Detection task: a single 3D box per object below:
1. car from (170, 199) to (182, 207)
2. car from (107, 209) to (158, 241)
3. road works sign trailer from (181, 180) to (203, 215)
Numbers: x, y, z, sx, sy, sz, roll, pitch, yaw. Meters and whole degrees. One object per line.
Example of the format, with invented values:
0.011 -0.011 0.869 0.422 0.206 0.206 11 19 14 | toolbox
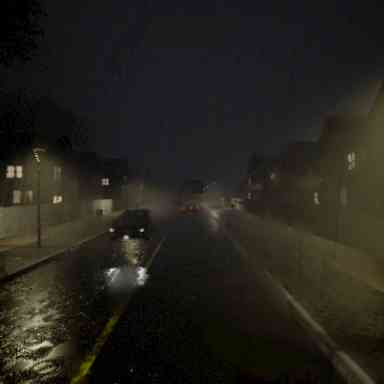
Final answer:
-2.789 1.823 57.860 1.994 1.385 4.181 0 -1 0 | car
-2.844 1.577 17.054 2.033 1.411 5.357 0 0 0 | car
0.005 0.564 35.371 2.380 3.560 2.880 0 0 1 | road works sign trailer
